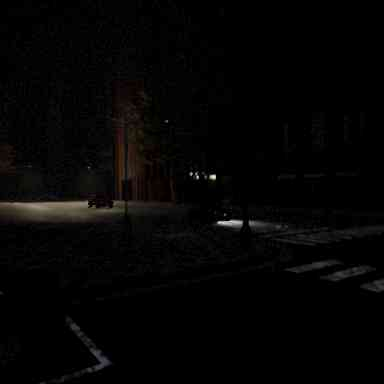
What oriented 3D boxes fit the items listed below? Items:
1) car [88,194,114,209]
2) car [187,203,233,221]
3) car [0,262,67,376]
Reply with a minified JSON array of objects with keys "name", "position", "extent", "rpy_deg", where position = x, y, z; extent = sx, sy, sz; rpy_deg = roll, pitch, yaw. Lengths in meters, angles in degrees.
[{"name":"car","position":[-13.040,1.331,47.452],"extent":[2.150,2.045,5.566],"rpy_deg":[0,0,-36]},{"name":"car","position":[1.423,1.600,27.505],"extent":[1.994,1.385,4.181],"rpy_deg":[0,0,-36]},{"name":"car","position":[-3.819,1.552,3.919],"extent":[4.403,1.369,2.008],"rpy_deg":[0,0,-36]}]
